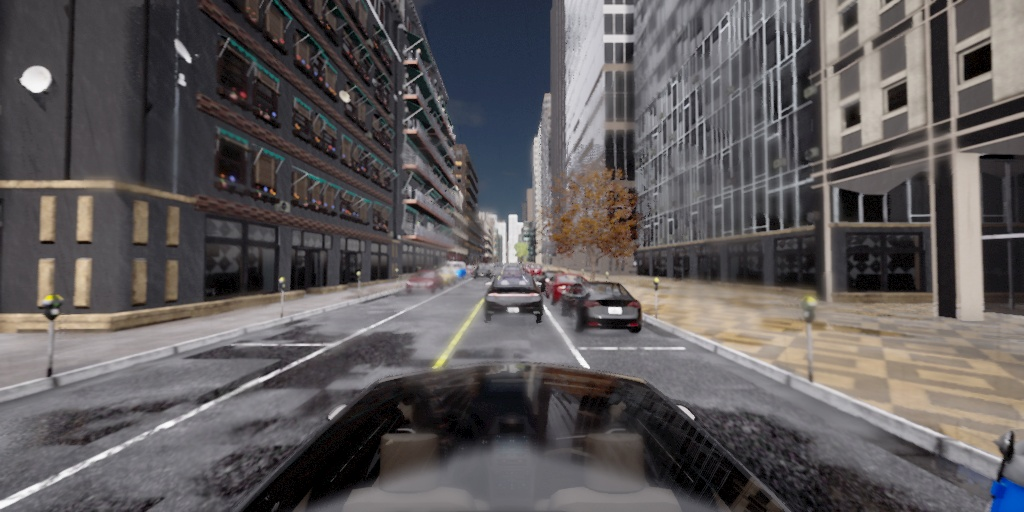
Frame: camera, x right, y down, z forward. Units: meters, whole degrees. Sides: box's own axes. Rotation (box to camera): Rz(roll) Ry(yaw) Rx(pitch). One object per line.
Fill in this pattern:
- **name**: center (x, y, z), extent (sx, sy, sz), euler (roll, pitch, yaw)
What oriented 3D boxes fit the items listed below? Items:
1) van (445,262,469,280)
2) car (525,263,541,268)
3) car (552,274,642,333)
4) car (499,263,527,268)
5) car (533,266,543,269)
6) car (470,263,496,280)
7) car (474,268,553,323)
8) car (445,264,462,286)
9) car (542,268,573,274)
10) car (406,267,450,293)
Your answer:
- **van**: center (-5.374, 1.444, 33.838), extent (1.690, 1.789, 3.998), euler (0, 0, 0)
- **car**: center (2.496, 1.602, 39.253), extent (1.967, 1.591, 4.097), euler (0, 0, 0)
- **car**: center (2.550, 1.418, 10.992), extent (1.948, 1.339, 4.313), euler (0, 0, 0)
- **car**: center (0.035, 1.649, 33.697), extent (2.033, 1.411, 5.357), euler (0, -1, 0)
- **car**: center (2.529, 1.542, 22.296), extent (1.948, 1.339, 4.313), euler (0, 0, 0)
- **car**: center (-2.914, 1.641, 36.893), extent (1.837, 1.490, 4.892), euler (0, -1, 0)
- **car**: center (0.055, 1.363, 12.722), extent (2.128, 1.511, 4.902), euler (0, -1, 0)
- **car**: center (-5.363, 1.567, 28.022), extent (1.751, 1.417, 4.829), euler (0, 0, 0)
- **car**: center (2.539, 1.459, 16.644), extent (1.888, 1.381, 4.507), euler (0, 0, 0)
- **car**: center (-5.353, 1.562, 22.545), extent (1.802, 1.307, 4.207), euler (0, 0, 0)
